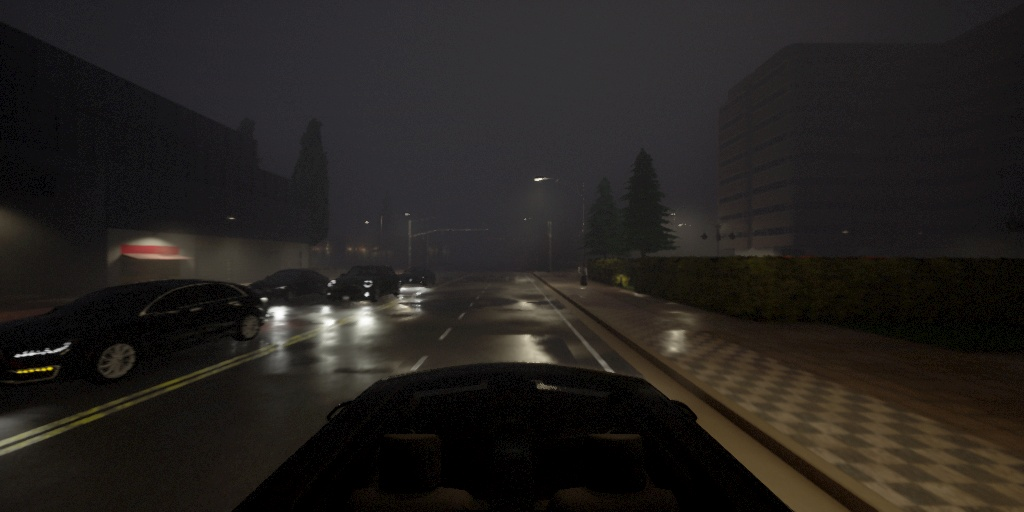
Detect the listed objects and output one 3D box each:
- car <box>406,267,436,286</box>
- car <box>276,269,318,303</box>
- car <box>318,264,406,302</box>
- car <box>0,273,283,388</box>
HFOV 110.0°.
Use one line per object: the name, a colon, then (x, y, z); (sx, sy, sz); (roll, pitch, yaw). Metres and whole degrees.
car: (-7.021, 1.491, 26.876); (1.994, 1.385, 4.181); (0, 0, 0)
car: (-10.496, 1.350, 17.238); (1.812, 1.442, 4.674); (0, -1, 0)
car: (-6.994, 1.201, 17.360); (2.097, 1.767, 4.553); (0, -1, 0)
car: (-7.098, 1.253, 7.115); (1.837, 1.490, 4.892); (0, 0, 0)
